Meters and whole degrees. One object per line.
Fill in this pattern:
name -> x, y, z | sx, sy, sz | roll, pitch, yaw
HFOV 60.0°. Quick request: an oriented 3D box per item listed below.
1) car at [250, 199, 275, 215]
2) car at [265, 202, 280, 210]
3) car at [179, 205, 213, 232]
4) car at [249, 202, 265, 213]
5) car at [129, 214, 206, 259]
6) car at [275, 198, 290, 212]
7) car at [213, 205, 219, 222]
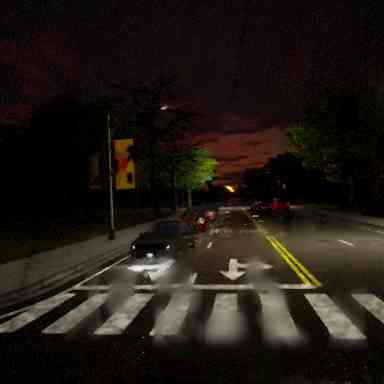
car -> 9.244, 2.096, 43.957 | 2.097, 1.767, 4.553 | -2, -1, 8
car -> 14.718, 2.497, 60.971 | 1.994, 1.385, 4.181 | -2, -1, 7
car -> 0.123, 1.989, 24.465 | 2.097, 1.767, 4.553 | -2, -1, 7
car -> 10.477, 2.479, 54.049 | 2.033, 1.411, 5.357 | -2, -1, 7
car -> -0.998, 2.011, 15.027 | 2.033, 1.411, 5.357 | -2, -1, 13
car -> 13.380, 1.960, 50.387 | 2.150, 2.045, 5.566 | -2, -1, 7
car -> 1.344, 2.167, 34.174 | 2.097, 1.767, 4.553 | -2, -1, 7
